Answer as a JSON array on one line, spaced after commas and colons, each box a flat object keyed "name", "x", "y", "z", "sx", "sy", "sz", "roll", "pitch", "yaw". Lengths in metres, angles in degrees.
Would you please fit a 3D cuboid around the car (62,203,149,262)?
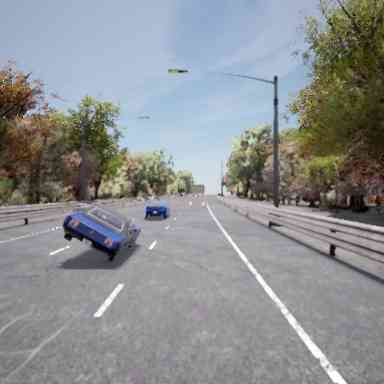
[{"name": "car", "x": -3.053, "y": 1.310, "z": 12.351, "sx": 1.895, "sy": 1.301, "sz": 4.718, "roll": 28, "pitch": -1, "yaw": 1}]

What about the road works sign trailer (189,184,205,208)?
[{"name": "road works sign trailer", "x": 0.821, "y": 0.600, "z": 52.390, "sx": 2.380, "sy": 3.560, "sz": 2.880, "roll": 0, "pitch": 0, "yaw": 3}]

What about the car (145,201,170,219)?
[{"name": "car", "x": -3.092, "y": 1.569, "z": 30.721, "sx": 1.882, "sy": 1.535, "sz": 5.008, "roll": 0, "pitch": 0, "yaw": 1}]

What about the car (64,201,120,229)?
[{"name": "car", "x": -6.613, "y": 1.513, "z": 22.797, "sx": 2.033, "sy": 1.411, "sz": 5.357, "roll": 9, "pitch": -2, "yaw": 1}]
